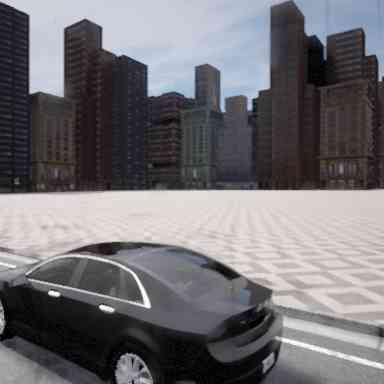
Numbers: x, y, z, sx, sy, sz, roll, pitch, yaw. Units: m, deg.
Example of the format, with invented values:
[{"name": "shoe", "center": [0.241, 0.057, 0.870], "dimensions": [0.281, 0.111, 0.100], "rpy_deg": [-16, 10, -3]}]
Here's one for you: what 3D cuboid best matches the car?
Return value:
[{"name": "car", "center": [-1.182, 1.485, 4.837], "dimensions": [4.892, 1.490, 1.837], "rpy_deg": [0, 0, 36]}]
